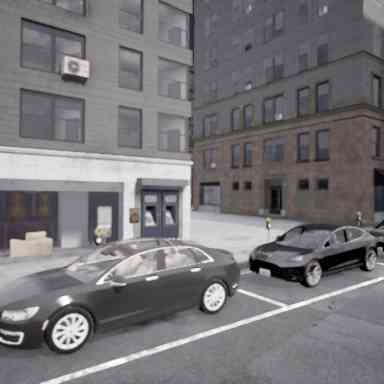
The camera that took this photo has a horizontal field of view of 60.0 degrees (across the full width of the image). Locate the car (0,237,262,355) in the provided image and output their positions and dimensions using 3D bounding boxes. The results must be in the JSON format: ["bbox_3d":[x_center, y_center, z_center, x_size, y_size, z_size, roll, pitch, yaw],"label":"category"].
[{"bbox_3d":[-1.063,1.556,6.012,4.403,1.369,2.008,0,0,-36],"label":"car"}]

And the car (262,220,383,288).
[{"bbox_3d":[3.536,1.581,9.333,4.313,1.339,1.947,0,0,-36],"label":"car"}]
